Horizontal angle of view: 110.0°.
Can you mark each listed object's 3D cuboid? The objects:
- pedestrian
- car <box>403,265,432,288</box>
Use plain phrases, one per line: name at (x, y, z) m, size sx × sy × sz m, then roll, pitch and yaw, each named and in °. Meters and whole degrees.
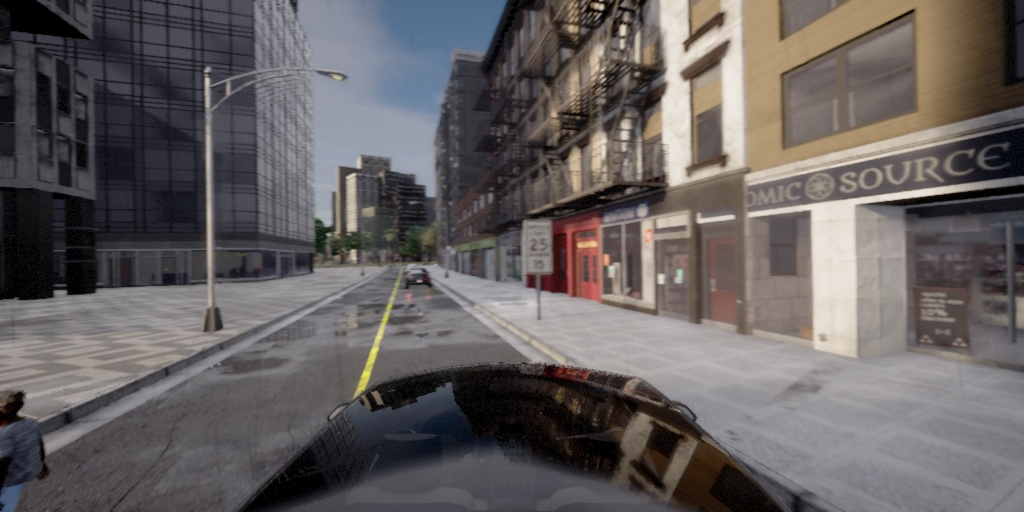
pedestrian at (-3.542, 1.125, 2.550) m, size 0.375 × 1.860 × 0.375 m, roll -1°, pitch 0°, yaw -17°
car at (-7.261, 1.648, 27.714) m, size 1.812 × 1.442 × 4.674 m, roll -1°, pitch 0°, yaw -17°
